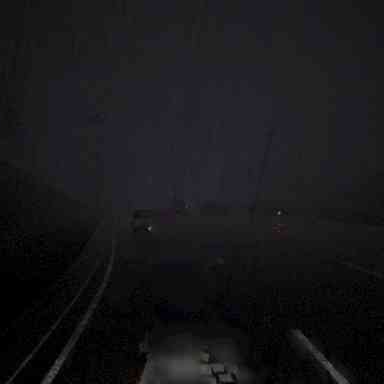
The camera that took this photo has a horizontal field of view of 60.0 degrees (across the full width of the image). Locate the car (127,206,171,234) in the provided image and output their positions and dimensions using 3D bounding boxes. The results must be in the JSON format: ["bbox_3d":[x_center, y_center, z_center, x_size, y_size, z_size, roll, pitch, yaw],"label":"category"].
[{"bbox_3d":[-2.753,1.723,20.291,1.895,1.301,4.718,-2,0,-13],"label":"car"}]

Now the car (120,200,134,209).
[{"bbox_3d":[-10.532,1.976,53.942,1.994,1.385,4.181,-2,0,-14],"label":"car"}]

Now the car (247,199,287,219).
[{"bbox_3d":[6.220,1.400,28.102,1.837,1.490,4.892,-1,0,-13],"label":"car"}]

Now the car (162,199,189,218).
[{"bbox_3d":[-1.722,1.472,31.544,2.097,1.767,4.553,-2,0,-13],"label":"car"}]

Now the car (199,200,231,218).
[{"bbox_3d":[2.029,1.494,30.820,1.882,1.535,5.008,-2,0,-13],"label":"car"}]
